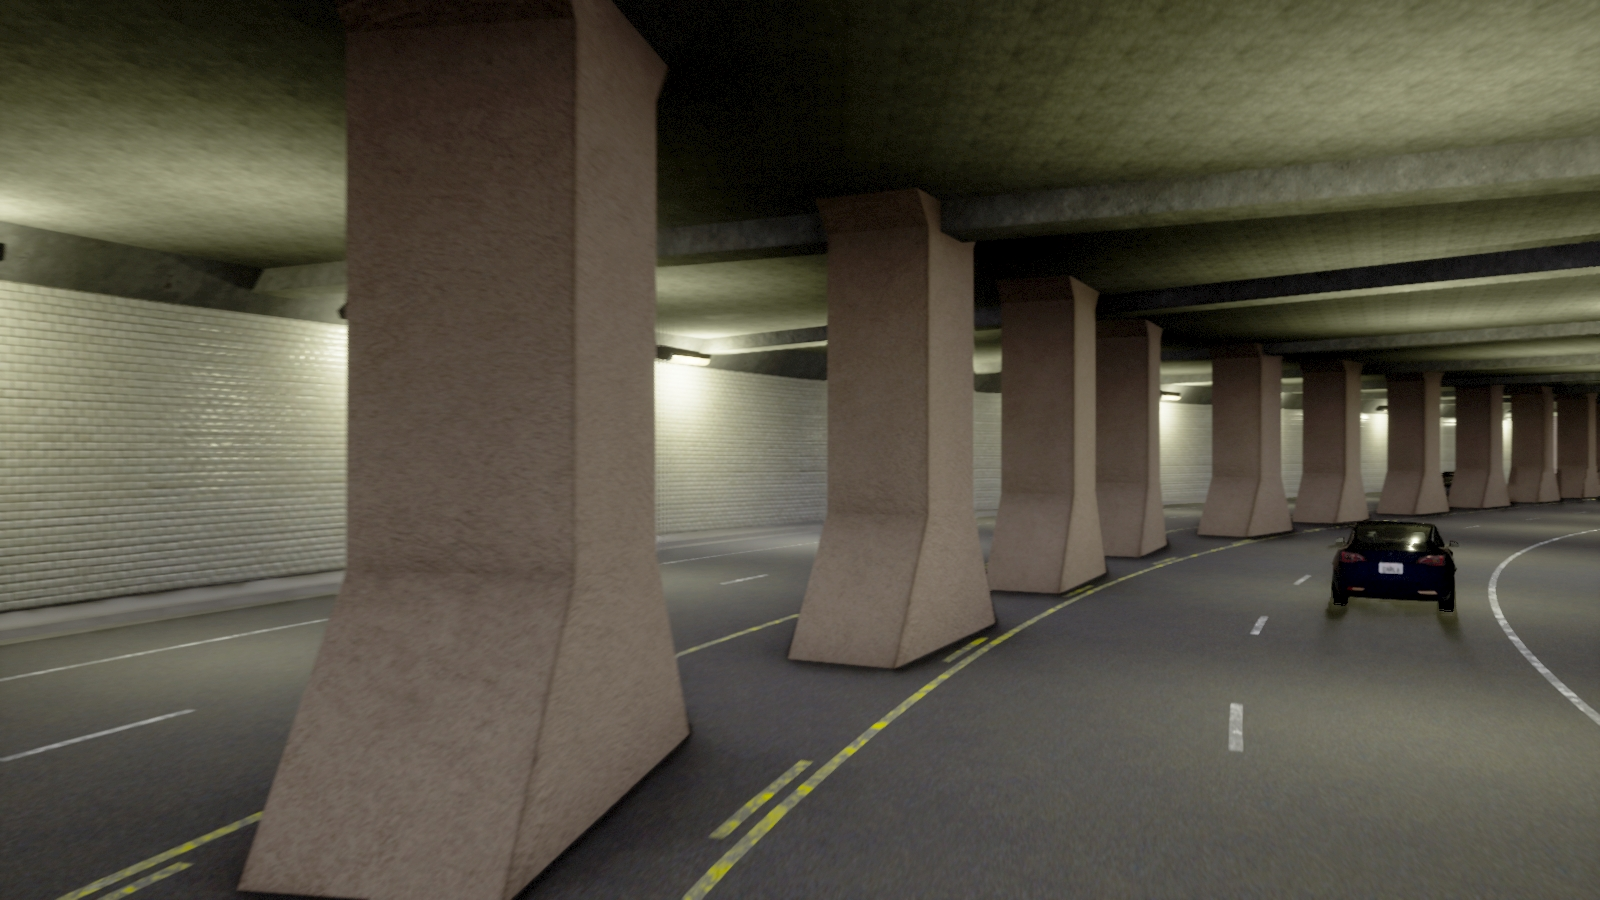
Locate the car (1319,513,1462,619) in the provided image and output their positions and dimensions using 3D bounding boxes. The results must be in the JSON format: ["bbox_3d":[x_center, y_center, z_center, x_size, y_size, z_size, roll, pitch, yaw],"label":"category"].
[{"bbox_3d":[11.211,2.071,21.591,2.163,1.488,4.792,0,0,29],"label":"car"}]
